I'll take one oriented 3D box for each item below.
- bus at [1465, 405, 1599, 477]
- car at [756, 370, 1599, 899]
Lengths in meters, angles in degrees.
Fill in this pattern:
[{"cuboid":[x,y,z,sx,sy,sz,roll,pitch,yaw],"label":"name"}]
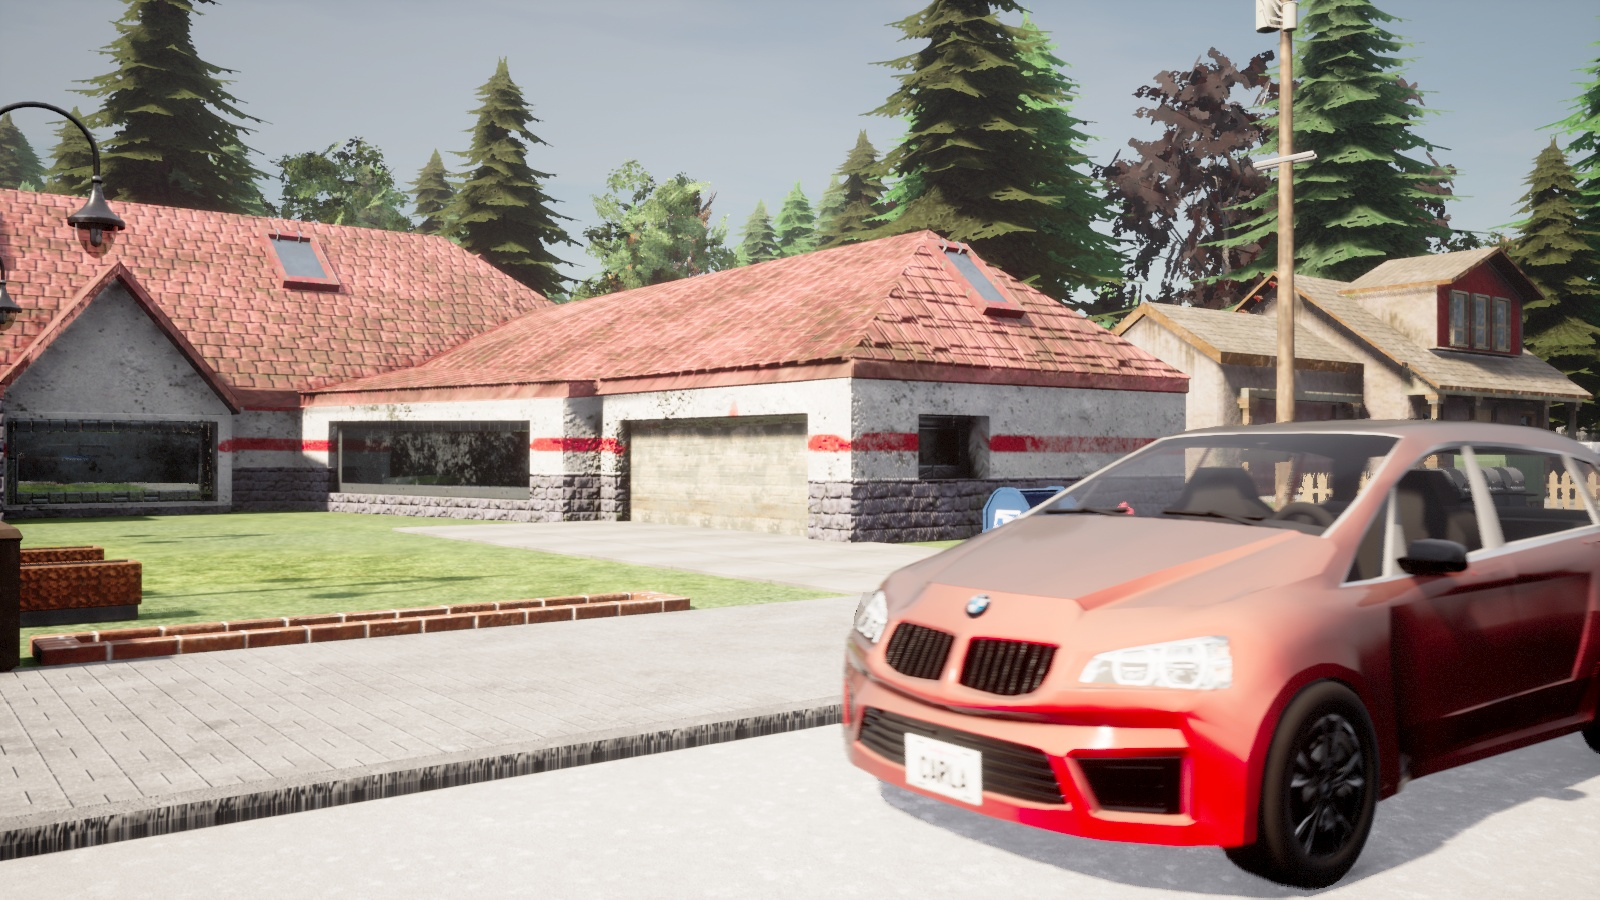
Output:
[{"cuboid":[47.497,-0.542,77.922,3.944,4.253,10.273,0,0,-37],"label":"bus"},{"cuboid":[2.323,0.599,6.015,4.611,1.667,2.242,0,0,-37],"label":"car"}]
